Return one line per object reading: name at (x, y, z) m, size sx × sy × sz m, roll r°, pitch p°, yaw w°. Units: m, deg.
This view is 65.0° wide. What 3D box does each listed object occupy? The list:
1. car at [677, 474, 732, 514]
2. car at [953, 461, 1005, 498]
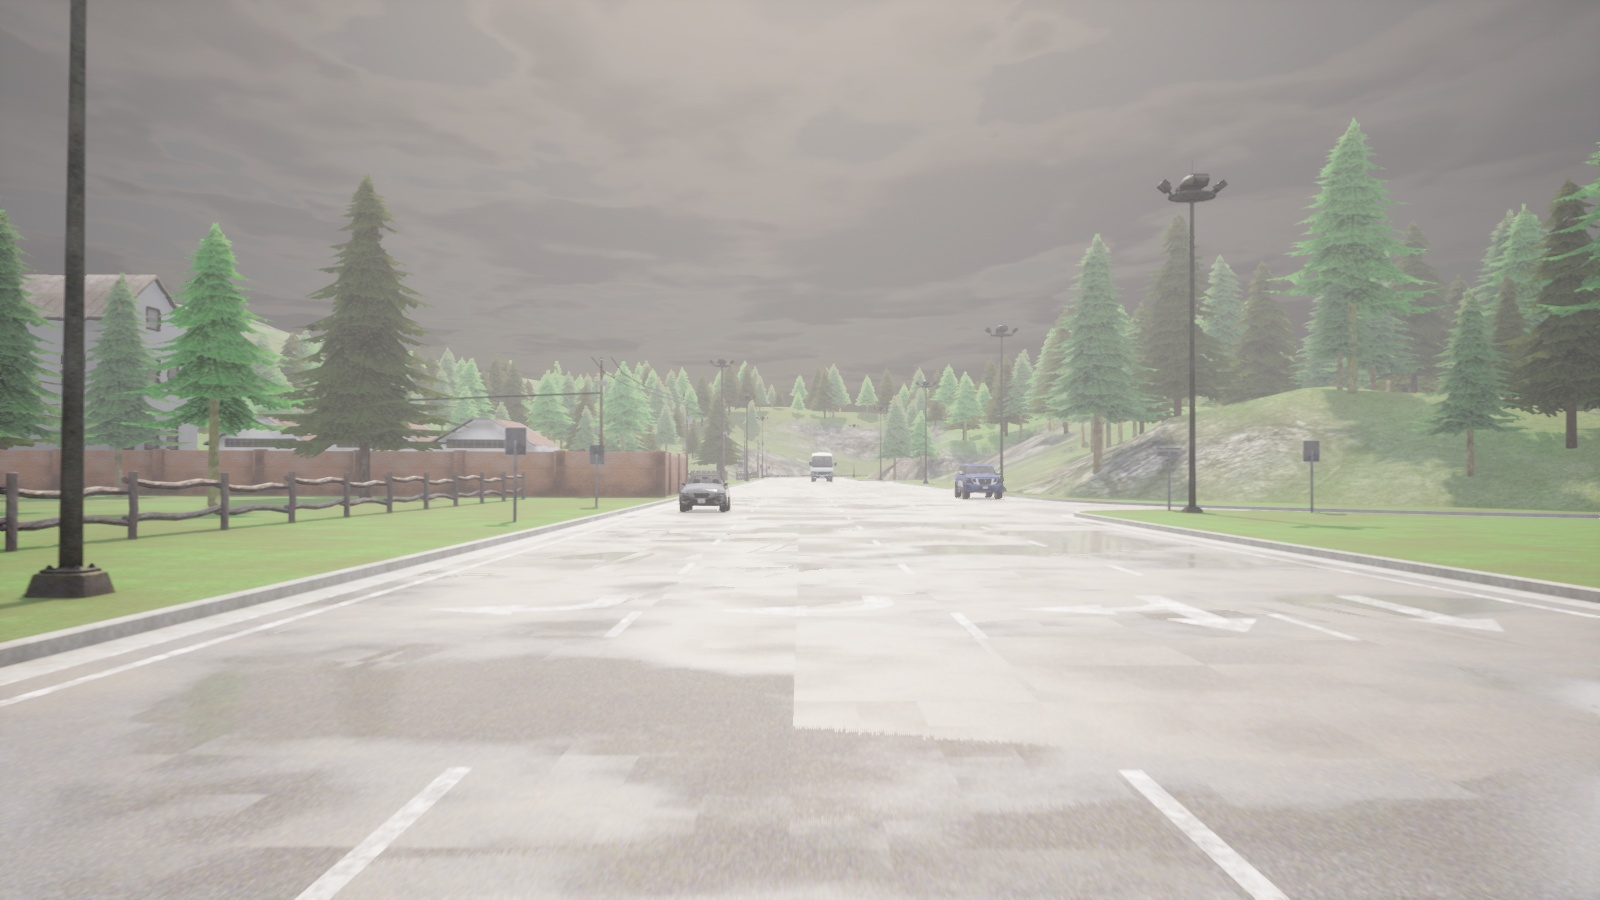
car at (-3.606, 1.647, 48.046) m, size 1.816 × 1.474 × 4.193 m, roll 0°, pitch -1°, yaw 0°
car at (10.368, 1.717, 73.146) m, size 2.150 × 2.045 × 5.566 m, roll 0°, pitch -1°, yaw -1°
